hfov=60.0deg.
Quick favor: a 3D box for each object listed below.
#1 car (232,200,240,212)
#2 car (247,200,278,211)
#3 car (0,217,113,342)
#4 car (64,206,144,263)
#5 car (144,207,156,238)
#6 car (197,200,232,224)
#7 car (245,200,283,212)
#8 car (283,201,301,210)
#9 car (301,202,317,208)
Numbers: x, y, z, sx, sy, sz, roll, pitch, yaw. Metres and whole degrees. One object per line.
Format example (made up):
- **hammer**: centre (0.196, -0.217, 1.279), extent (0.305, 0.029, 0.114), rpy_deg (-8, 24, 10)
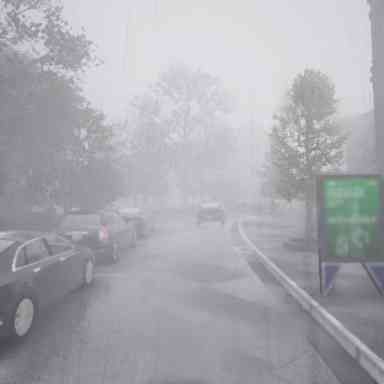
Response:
- **car**: centre (3.399, 1.709, 39.468), extent (2.231, 1.521, 4.892), rpy_deg (-2, -1, 29)
- **car**: centre (10.363, 1.913, 48.663), extent (2.231, 1.521, 4.892), rpy_deg (-4, -4, 42)
- **car**: centre (-3.406, 1.502, 6.506), extent (2.231, 1.521, 4.892), rpy_deg (0, 0, 2)
- **car**: centre (-3.406, 1.378, 12.216), extent (2.185, 1.767, 4.553), rpy_deg (-1, 0, 2)
- **car**: centre (-3.167, 1.510, 17.918), extent (2.097, 1.535, 5.008), rpy_deg (0, 0, 2)
- **car**: centre (1.589, 1.460, 24.382), extent (1.882, 1.535, 5.008), rpy_deg (-1, 0, 11)
- **car**: centre (9.032, 1.688, 41.277), extent (2.033, 1.411, 5.357), rpy_deg (-3, -3, 36)
- **car**: centre (14.472, 2.031, 52.459), extent (5.008, 1.535, 2.097), rpy_deg (1, -4, -40)
- **car**: centre (19.123, 2.102, 55.823), extent (4.892, 1.521, 2.231), rpy_deg (1, -4, -32)
